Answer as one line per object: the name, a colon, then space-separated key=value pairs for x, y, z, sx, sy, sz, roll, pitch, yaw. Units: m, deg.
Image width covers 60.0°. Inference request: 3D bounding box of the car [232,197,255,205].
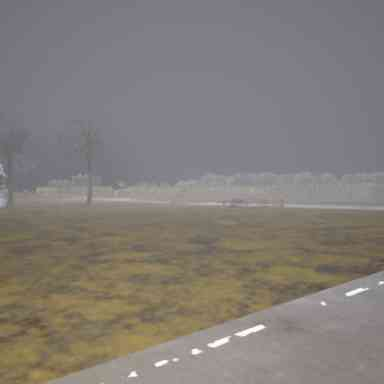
car: x=9.658 y=1.635 z=62.170 sx=2.128 sy=1.511 sz=4.902 roll=-2 pitch=1 yaw=-36
